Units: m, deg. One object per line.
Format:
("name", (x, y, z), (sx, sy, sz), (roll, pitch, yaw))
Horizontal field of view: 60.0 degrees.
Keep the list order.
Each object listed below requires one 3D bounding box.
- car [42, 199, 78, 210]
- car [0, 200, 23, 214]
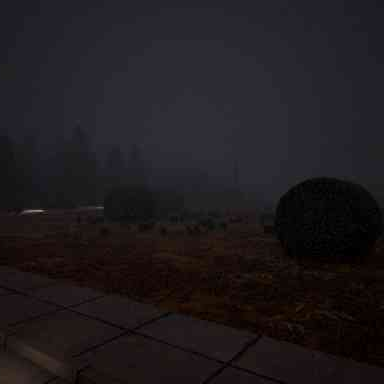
("car", (-16.737, 1.555, 42.309), (1.994, 1.385, 4.181), (0, 0, 37))
("car", (-19.153, 1.523, 32.752), (1.812, 1.442, 4.674), (0, 0, 36))
